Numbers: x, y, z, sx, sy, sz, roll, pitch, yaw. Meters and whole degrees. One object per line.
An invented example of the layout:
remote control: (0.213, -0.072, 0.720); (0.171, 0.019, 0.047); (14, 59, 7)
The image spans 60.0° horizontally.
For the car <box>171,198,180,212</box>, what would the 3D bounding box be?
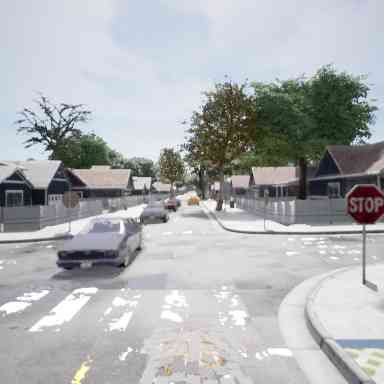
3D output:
car: (-2.731, 1.601, 38.806); (1.895, 1.301, 4.718); (0, 0, 0)

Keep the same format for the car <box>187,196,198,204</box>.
car: (0.195, 1.505, 66.753); (2.128, 1.511, 4.902); (0, 0, 0)

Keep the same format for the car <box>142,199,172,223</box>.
car: (-2.774, 1.527, 25.636); (1.812, 1.442, 4.674); (0, 0, 0)

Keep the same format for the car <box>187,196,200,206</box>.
car: (0.263, 1.484, 56.794); (1.882, 1.535, 5.008); (0, 0, 0)

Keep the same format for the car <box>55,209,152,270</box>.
car: (-2.856, 1.588, 11.617); (2.033, 1.411, 5.357); (-2, 0, 0)
